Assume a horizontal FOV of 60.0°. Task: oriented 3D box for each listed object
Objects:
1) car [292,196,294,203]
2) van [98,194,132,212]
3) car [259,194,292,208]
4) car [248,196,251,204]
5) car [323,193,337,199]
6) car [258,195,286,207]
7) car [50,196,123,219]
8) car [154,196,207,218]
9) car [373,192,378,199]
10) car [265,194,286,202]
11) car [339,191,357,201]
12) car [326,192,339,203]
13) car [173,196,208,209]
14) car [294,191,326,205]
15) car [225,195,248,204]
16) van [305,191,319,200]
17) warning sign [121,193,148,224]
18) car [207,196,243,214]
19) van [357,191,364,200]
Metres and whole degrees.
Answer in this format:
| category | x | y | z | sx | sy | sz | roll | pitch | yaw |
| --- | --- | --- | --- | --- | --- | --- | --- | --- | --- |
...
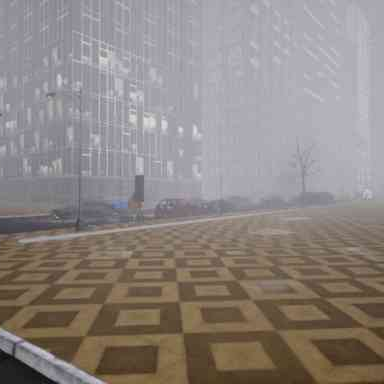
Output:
| category | x | y | z | sx | sy | sz | roll | pitch | yaw |
| --- | --- | --- | --- | --- | --- | --- | --- | --- | --- |
| car | 17.160 | 1.099 | 52.683 | 1.994 | 1.385 | 4.181 | 0 | 1 | 41 |
| van | -7.603 | 1.105 | 32.725 | 1.690 | 1.788 | 3.998 | 1 | 1 | 41 |
| car | 9.947 | 1.243 | 40.131 | 1.802 | 1.307 | 4.206 | 1 | 1 | 41 |
| car | 7.301 | 1.146 | 49.919 | 1.947 | 1.339 | 4.313 | 1 | 1 | 41 |
| car | 33.227 | 0.828 | 80.147 | 1.947 | 1.339 | 4.313 | 1 | 1 | 41 |
| car | 10.922 | 1.177 | 45.332 | 1.994 | 1.385 | 4.181 | 0 | 1 | 41 |
| car | -8.702 | 1.361 | 27.292 | 2.033 | 1.411 | 5.357 | 0 | 1 | 41 |
| car | -1.070 | 1.239 | 27.097 | 1.967 | 1.590 | 4.097 | 1 | 1 | 41 |
| car | 39.575 | 0.847 | 74.675 | 2.008 | 1.369 | 4.403 | 1 | 1 | 41 |
| car | 14.709 | 1.055 | 58.556 | 1.947 | 1.339 | 4.313 | 1 | 1 | 41 |
| car | 28.575 | 0.956 | 61.849 | 1.752 | 1.417 | 4.829 | 1 | 1 | 41 |
| car | 21.058 | 0.839 | 53.081 | 2.192 | 1.841 | 5.009 | 1 | 1 | 41 |
| car | -0.112 | 1.217 | 41.290 | 1.887 | 1.381 | 4.507 | 1 | 1 | 41 |
| car | 17.355 | 0.884 | 48.763 | 2.192 | 1.841 | 5.009 | 1 | 1 | 41 |
| car | 4.828 | 1.124 | 43.033 | 1.882 | 1.535 | 5.008 | 0 | 1 | 41 |
| van | 25.821 | 0.693 | 71.507 | 1.690 | 1.788 | 3.998 | 1 | 1 | 41 |
| warning sign | -3.582 | 0.976 | 20.725 | 1.300 | 1.860 | 1.060 | 0 | 0 | 41 |
| car | 2.590 | 1.319 | 31.453 | 1.947 | 1.339 | 4.313 | 1 | 1 | 41 |
| van | 35.873 | 0.682 | 70.354 | 1.690 | 1.788 | 3.998 | 1 | 1 | 41 |
